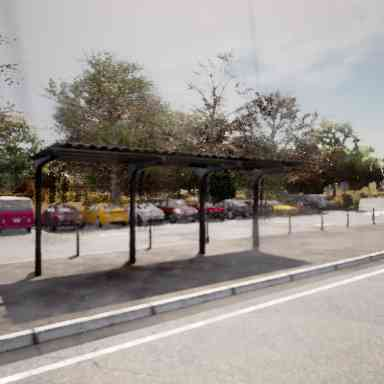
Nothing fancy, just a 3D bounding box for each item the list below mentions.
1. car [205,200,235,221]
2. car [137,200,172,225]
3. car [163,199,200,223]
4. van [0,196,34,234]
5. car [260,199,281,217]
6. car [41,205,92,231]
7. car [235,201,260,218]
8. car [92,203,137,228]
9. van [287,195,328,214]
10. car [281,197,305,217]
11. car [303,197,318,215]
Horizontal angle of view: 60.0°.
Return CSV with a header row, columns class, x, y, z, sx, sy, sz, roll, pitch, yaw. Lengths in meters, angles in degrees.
class,x,y,z,sx,sy,sz,roll,pitch,yaw
car,0.825,1.489,27.329,2.097,1.535,5.008,0,0,-36
car,-3.683,1.526,24.090,2.002,1.452,4.674,0,0,-36
car,-1.446,1.362,25.733,2.185,1.767,4.553,0,0,-36
van,-10.523,1.259,19.338,1.878,1.987,4.442,0,0,-36
car,5.324,1.522,30.579,2.163,1.488,4.792,0,0,-36
car,-8.197,1.525,20.856,2.002,1.452,4.674,0,0,-36
car,3.089,1.491,28.935,2.231,1.521,4.892,0,0,-36
car,-5.938,1.485,22.472,2.097,1.535,5.008,0,0,-36
van,12.178,1.273,35.307,1.878,1.987,4.442,0,0,-36
car,7.705,1.491,32.019,1.946,1.575,5.366,0,0,-36
car,9.838,1.526,33.811,2.163,1.488,4.792,0,0,-36
